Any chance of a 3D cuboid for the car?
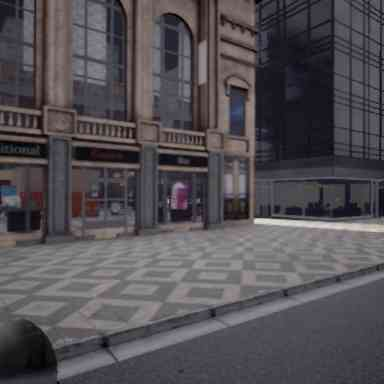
[{"bbox_3d":[-3.079,1.479,1.174,5.008,1.535,1.882,0,0,-35],"label":"car"}]
